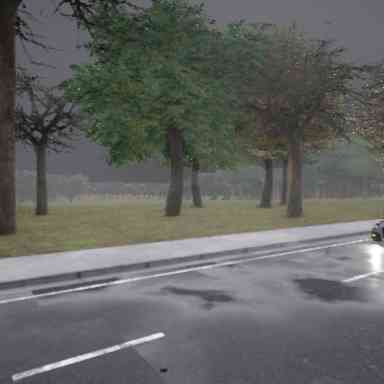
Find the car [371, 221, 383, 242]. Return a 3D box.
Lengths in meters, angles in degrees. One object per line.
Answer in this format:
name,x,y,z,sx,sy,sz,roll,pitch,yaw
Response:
car,9.673,1.505,14.541,4.181,1.385,1.994,0,0,-35
